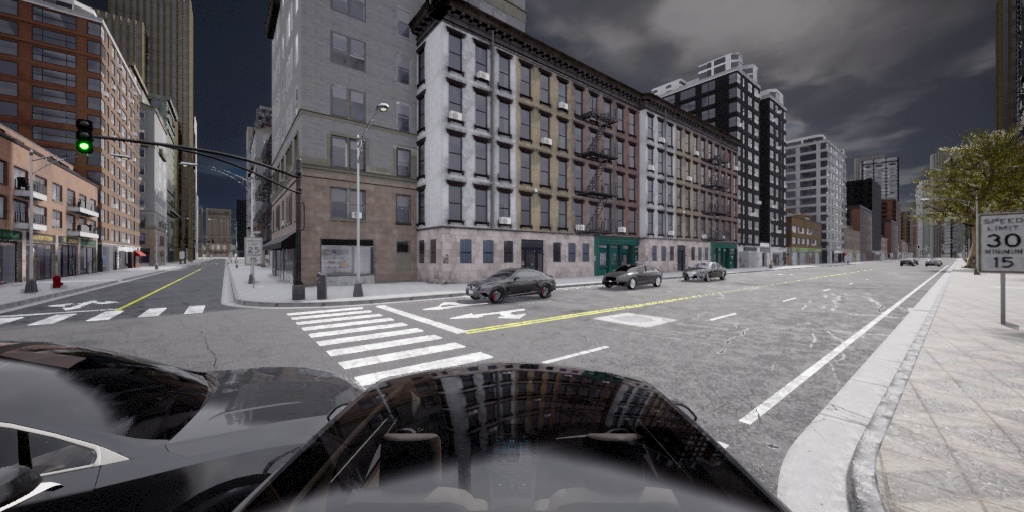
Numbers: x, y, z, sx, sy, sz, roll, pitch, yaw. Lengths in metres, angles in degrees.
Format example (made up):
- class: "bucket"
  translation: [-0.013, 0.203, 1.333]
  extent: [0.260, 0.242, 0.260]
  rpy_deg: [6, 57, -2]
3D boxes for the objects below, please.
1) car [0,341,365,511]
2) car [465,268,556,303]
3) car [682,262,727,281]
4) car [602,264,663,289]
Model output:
- class: "car"
  translation: [-3.212, 1.257, 1.856]
  extent: [4.892, 1.490, 1.837]
  rpy_deg: [0, 0, -34]
- class: "car"
  translation: [0.059, 1.287, 16.809]
  extent: [4.674, 1.442, 1.812]
  rpy_deg: [0, 0, -39]
- class: "car"
  translation: [15.834, 1.237, 29.413]
  extent: [4.902, 1.511, 2.128]
  rpy_deg: [0, 0, -38]
- class: "car"
  translation: [7.787, 1.259, 22.989]
  extent: [4.892, 1.490, 1.837]
  rpy_deg: [0, 0, -39]
